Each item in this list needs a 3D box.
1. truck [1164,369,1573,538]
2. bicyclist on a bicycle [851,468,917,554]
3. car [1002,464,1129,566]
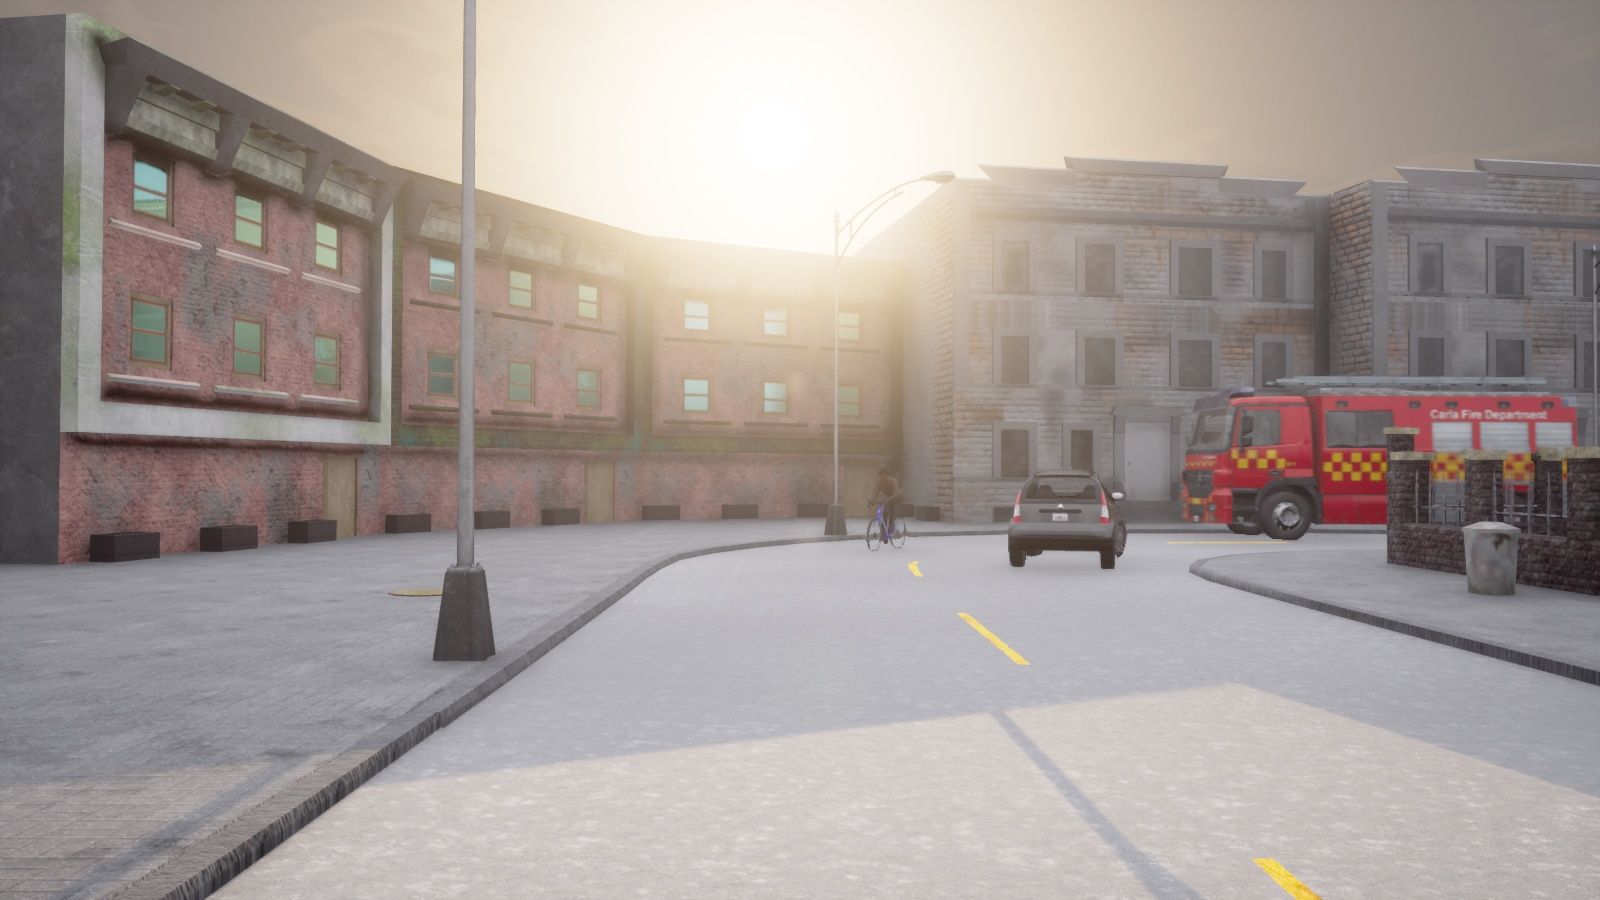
[{"bbox_3d":[13.426,0.102,30.177,8.468,3.827,2.891,0,-1,0],"label":"truck"},{"bbox_3d":[1.667,1.177,24.740,0.582,1.620,1.656,1,0,32],"label":"bicyclist on a bicycle"},{"bbox_3d":[4.748,1.065,22.083,1.851,1.617,3.988,-1,-1,17],"label":"car"}]
